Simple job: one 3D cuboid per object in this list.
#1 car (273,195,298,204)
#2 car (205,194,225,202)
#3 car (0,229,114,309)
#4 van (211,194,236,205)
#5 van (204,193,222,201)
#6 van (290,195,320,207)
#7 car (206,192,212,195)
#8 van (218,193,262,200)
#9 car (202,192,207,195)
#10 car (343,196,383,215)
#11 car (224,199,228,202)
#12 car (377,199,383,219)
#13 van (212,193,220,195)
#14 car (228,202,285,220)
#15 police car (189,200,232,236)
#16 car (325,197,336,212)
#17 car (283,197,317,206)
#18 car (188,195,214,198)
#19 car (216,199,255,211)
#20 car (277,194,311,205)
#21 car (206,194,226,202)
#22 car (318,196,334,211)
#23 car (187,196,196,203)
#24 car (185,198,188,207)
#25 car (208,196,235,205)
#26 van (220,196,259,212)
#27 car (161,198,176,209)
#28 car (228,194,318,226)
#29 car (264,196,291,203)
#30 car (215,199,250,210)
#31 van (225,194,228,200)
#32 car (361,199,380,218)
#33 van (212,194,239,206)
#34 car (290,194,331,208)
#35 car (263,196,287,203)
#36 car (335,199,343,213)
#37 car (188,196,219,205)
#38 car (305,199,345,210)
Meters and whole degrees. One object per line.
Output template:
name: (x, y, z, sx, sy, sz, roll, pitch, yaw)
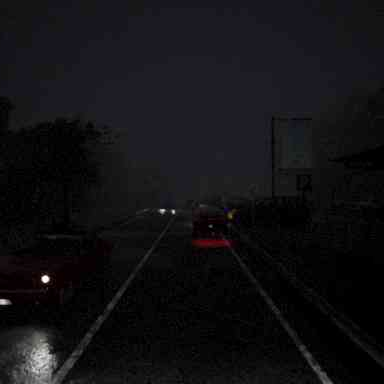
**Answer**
car: (18.711, 1.479, 66.640, 4.553, 1.767, 2.185, 0, 0, 0)
car: (5.535, 1.423, 80.169, 4.553, 1.767, 2.185, 0, 0, 0)
car: (-3.360, 1.658, 8.119, 1.895, 1.301, 4.718, 0, 0, 0)
van: (5.732, 1.402, 60.546, 4.442, 1.987, 1.878, 0, 0, 0)
van: (5.436, 1.300, 85.775, 4.442, 1.987, 1.878, 0, 0, 0)
van: (18.825, 1.423, 55.537, 4.442, 1.987, 1.878, 0, 0, 0)
car: (5.602, 1.399, 54.938, 5.566, 2.045, 2.435, 0, 0, 0)
van: (5.556, 1.434, 38.116, 4.442, 1.987, 1.878, 0, 0, 0)
car: (5.559, 1.331, 71.759, 5.566, 2.045, 2.435, 0, 0, 0)
car: (18.735, 1.392, 33.326, 5.566, 2.045, 2.435, 0, 0, 0)
car: (5.515, 1.615, 26.898, 5.366, 1.575, 1.946, 0, 0, 0)
car: (18.783, 1.622, 27.773, 5.008, 1.535, 2.097, 0, 0, 0)
van: (5.753, 1.435, 52.138, 4.442, 1.987, 1.878, 0, 0, 0)
car: (5.696, 1.668, 29.701, 4.674, 1.452, 2.002, 0, 0, 0)
police car: (0.952, 1.529, 19.495, 1.930, 1.638, 5.238, 0, 0, 0)
car: (18.745, 1.662, 38.877, 5.008, 1.535, 2.097, 0, 0, 0)
car: (18.887, 1.635, 58.312, 5.366, 1.575, 1.946, 0, 0, 0)
car: (0.934, 1.497, 35.376, 2.097, 1.767, 4.553, 0, 0, 0)
car: (5.687, 1.700, 43.720, 4.792, 1.488, 2.163, 0, 0, 0)
car: (18.723, 1.375, 61.087, 5.566, 2.045, 2.435, 0, 0, 0)
car: (5.542, 1.434, 77.366, 4.553, 1.767, 2.185, 0, 0, 0)
car: (18.927, 1.665, 41.655, 5.366, 1.575, 1.946, 0, 0, 0)
car: (-0.081, 1.583, 70.034, 1.837, 1.490, 4.892, 0, 0, 0)
car: (-0.064, 1.625, 55.011, 1.882, 1.535, 5.008, 0, 0, 0)
car: (5.602, 1.617, 63.350, 4.892, 1.521, 2.231, 0, 0, 0)
van: (5.782, 1.439, 40.918, 4.442, 1.987, 1.878, 0, 0, 0)
car: (-3.390, 1.631, 48.185, 1.882, 1.535, 5.008, 0, 0, 0)
car: (5.679, 1.356, 24.096, 5.566, 2.045, 2.435, 0, 0, 0)
car: (18.481, 1.579, 72.190, 5.366, 1.575, 1.946, 0, 0, 0)
car: (5.648, 1.710, 46.528, 4.674, 1.452, 2.002, 0, 0, 0)
van: (5.803, 1.413, 32.506, 4.442, 1.987, 1.878, 0, 0, 0)
car: (18.776, 1.633, 30.549, 5.008, 1.535, 2.097, 0, 0, 0)
van: (5.739, 1.413, 57.743, 4.442, 1.987, 1.878, 0, 0, 0)
car: (18.744, 1.409, 52.760, 5.566, 2.045, 2.435, 0, 0, 0)
car: (18.665, 1.572, 74.968, 4.892, 1.521, 2.231, 0, 0, 0)
car: (18.751, 1.655, 36.099, 4.892, 1.521, 2.231, 0, 0, 0)
car: (0.940, 1.485, 29.368, 2.097, 1.767, 4.553, 0, 0, 0)
car: (18.758, 1.700, 47.209, 4.792, 1.488, 2.163, 0, 0, 0)
